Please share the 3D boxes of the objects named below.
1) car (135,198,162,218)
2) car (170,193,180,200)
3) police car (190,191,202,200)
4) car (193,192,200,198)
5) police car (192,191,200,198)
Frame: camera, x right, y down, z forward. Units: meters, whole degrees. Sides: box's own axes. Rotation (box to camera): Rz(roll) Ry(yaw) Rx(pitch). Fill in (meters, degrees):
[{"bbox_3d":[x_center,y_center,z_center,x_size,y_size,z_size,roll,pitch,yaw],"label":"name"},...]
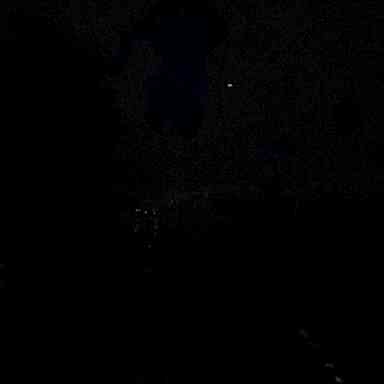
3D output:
[{"bbox_3d":[-3.596,1.314,28.157,1.837,1.490,4.892,0,1,0],"label":"car"},{"bbox_3d":[-3.501,0.891,70.005,2.128,1.511,4.902,0,1,0],"label":"car"},{"bbox_3d":[1.049,0.783,71.868,1.930,1.638,5.238,0,1,0],"label":"police car"},{"bbox_3d":[1.049,0.774,81.765,1.812,1.442,4.674,0,1,0],"label":"car"},{"bbox_3d":[1.048,0.604,87.879,1.930,1.638,5.238,0,1,0],"label":"police car"}]
